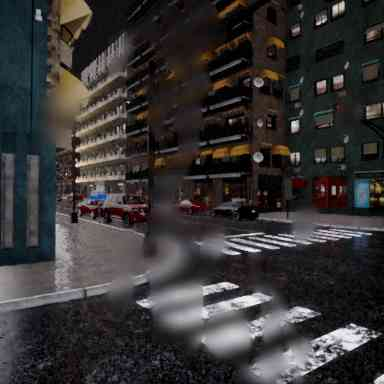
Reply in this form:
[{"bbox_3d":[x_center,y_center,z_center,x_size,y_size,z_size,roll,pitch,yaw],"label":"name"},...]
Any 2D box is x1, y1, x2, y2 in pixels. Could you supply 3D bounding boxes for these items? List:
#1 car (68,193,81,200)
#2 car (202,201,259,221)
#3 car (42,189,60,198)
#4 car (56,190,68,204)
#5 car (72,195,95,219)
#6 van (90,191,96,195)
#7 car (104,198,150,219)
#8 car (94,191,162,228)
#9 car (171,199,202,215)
[{"bbox_3d":[-19.860,0.769,56.409,1.887,1.381,4.507,2,0,-36],"label":"car"},{"bbox_3d":[3.070,1.353,24.871,1.947,1.339,4.313,2,0,-36],"label":"car"},{"bbox_3d":[-29.681,0.300,69.926,2.192,1.841,5.009,2,0,-36],"label":"car"},{"bbox_3d":[-19.190,0.800,45.741,2.128,1.511,4.902,1,0,-36],"label":"car"},{"bbox_3d":[-7.006,1.183,24.480,1.887,1.381,4.507,2,0,-36],"label":"car"},{"bbox_3d":[-13.304,0.726,47.399,1.690,1.788,3.998,2,0,-36],"label":"van"},{"bbox_3d":[-5.264,1.214,26.470,1.994,1.385,4.181,1,1,-36],"label":"car"},{"bbox_3d":[-3.724,1.034,19.975,2.192,1.841,5.009,2,0,-36],"label":"car"},{"bbox_3d":[-0.206,1.289,29.376,1.802,1.307,4.206,2,0,-36],"label":"car"}]
